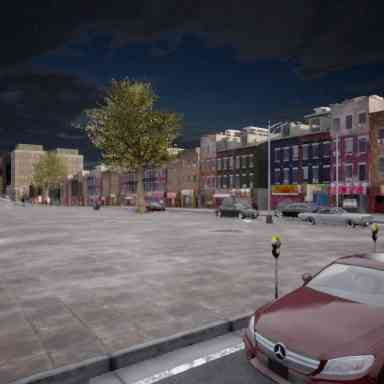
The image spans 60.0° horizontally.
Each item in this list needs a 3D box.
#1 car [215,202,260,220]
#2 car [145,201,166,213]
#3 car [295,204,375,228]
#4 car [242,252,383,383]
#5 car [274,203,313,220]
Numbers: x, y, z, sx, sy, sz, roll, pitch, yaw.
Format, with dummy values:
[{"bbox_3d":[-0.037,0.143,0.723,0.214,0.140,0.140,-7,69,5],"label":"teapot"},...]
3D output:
[{"bbox_3d":[4.136,1.755,31.006,1.837,1.490,4.892,0,0,-36],"label":"car"},{"bbox_3d":[-5.314,1.996,44.229,1.882,1.535,5.008,0,-1,-35],"label":"car"},{"bbox_3d":[9.890,1.730,22.972,1.895,1.301,4.718,0,-1,-36],"label":"car"},{"bbox_3d":[2.595,1.582,4.653,4.206,1.307,1.802,0,0,-35],"label":"car"},{"bbox_3d":[9.316,1.677,28.741,2.128,1.511,4.902,0,-1,-35],"label":"car"}]
